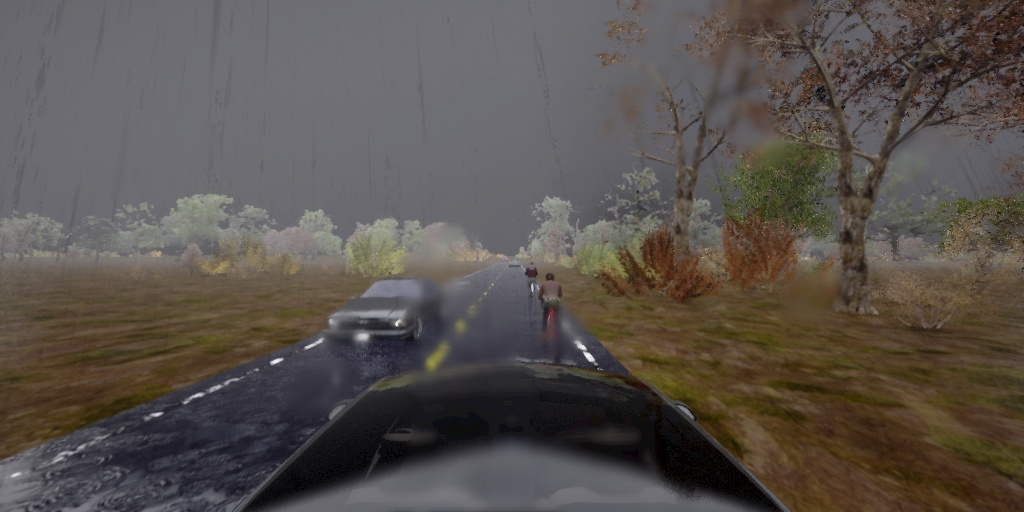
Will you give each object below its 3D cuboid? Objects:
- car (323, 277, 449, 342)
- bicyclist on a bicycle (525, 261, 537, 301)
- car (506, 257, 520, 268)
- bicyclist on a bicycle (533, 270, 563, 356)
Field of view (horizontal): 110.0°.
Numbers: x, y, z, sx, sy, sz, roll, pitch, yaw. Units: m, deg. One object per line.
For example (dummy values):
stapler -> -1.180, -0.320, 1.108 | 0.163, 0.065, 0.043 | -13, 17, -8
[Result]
car -> -3.053, 1.298, 10.049 | 2.033, 1.411, 5.357 | 0, 0, 0
bicyclist on a bicycle -> 0.899, 1.119, 16.366 | 0.659, 1.776, 1.843 | -1, 0, 0
car -> 0.463, 1.319, 63.370 | 1.994, 1.385, 4.181 | 0, 0, 0
bicyclist on a bicycle -> 0.845, 1.201, 7.716 | 0.582, 1.620, 1.656 | -1, 0, 0
